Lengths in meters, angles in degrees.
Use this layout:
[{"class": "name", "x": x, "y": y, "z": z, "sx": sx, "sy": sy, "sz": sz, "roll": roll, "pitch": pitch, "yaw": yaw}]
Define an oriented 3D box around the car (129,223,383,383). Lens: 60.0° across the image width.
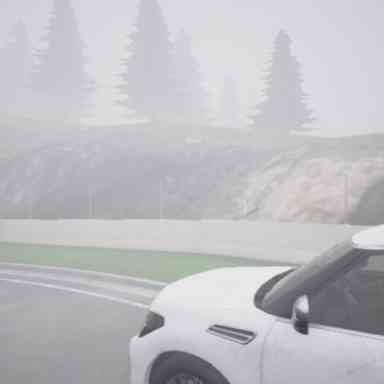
[{"class": "car", "x": 2.019, "y": 1.214, "z": 2.537, "sx": 5.566, "sy": 2.045, "sz": 2.150, "roll": -2, "pitch": -1, "yaw": 35}]
